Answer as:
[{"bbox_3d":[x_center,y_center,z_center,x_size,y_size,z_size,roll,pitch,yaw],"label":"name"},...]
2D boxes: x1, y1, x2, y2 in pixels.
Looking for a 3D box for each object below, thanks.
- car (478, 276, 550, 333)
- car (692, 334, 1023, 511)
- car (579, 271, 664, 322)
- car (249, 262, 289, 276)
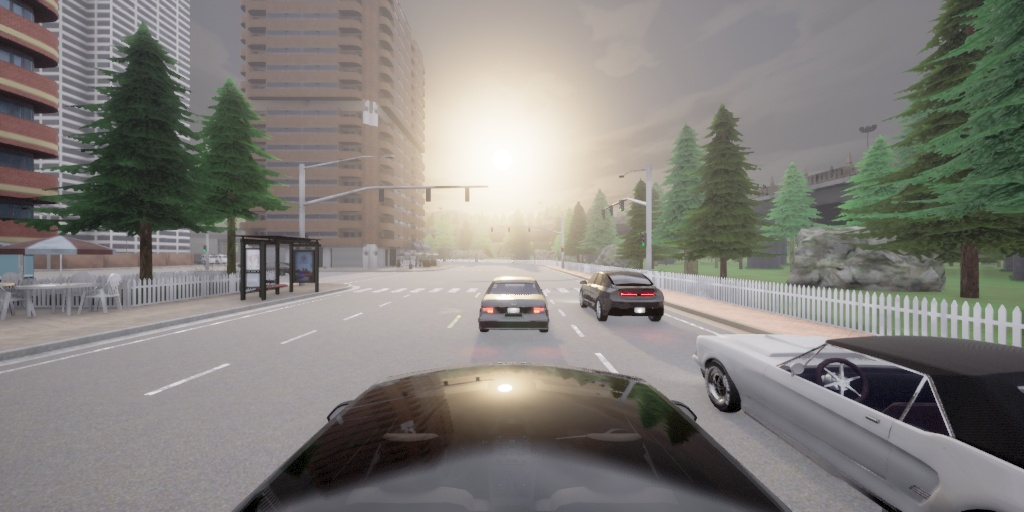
[{"bbox_3d":[0.078,1.297,10.764,2.033,1.411,5.357,0,0,1],"label":"car"},{"bbox_3d":[3.513,1.351,3.090,1.895,1.301,4.718,0,0,1],"label":"car"},{"bbox_3d":[3.565,1.255,12.353,1.837,1.490,4.892,0,0,1],"label":"car"},{"bbox_3d":[-25.010,1.331,37.742,4.674,1.442,1.812,0,0,0],"label":"car"}]
